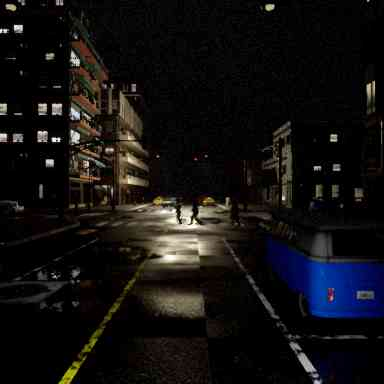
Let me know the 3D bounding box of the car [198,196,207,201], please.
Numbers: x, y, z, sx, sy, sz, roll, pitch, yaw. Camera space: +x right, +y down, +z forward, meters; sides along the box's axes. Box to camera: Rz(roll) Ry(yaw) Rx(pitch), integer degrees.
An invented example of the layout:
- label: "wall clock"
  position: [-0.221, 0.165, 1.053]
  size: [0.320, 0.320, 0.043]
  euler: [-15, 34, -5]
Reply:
- label: "car"
  position: [2.675, 1.641, 84.973]
  size: [2.008, 1.369, 4.403]
  euler: [0, 0, 0]

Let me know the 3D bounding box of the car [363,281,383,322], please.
- label: "car"
  position: [2.660, 1.582, 1.262]
  size: [1.802, 1.307, 4.206]
  euler: [0, 0, 0]

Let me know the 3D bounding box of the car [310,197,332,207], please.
- label: "car"
  position: [14.903, 1.549, 33.634]
  size: [5.008, 1.535, 1.882]
  euler: [0, 0, 0]

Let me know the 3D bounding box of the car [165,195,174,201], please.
- label: "car"
  position: [-5.706, 1.616, 84.801]
  size: [1.752, 1.417, 4.829]
  euler: [0, 0, 0]

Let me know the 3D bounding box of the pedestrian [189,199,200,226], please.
- label: "pedestrian"
  position: [0.145, 1.300, 21.687]
  size: [0.375, 1.860, 0.375]
  euler: [0, 0, 0]

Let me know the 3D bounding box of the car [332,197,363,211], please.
- label: "car"
  position: [14.917, 1.358, 27.846]
  size: [5.009, 1.841, 2.192]
  euler: [0, 0, 0]

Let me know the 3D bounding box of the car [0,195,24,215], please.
- label: "car"
  position: [-18.386, 1.184, 30.345]
  size: [5.566, 2.045, 2.150]
  euler: [0, 0, 0]

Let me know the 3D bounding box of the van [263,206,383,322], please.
- label: "van"
  position: [2.659, 1.342, 6.951]
  size: [1.690, 1.788, 3.998]
  euler: [0, 0, 0]

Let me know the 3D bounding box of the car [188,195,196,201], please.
- label: "car"
  position: [-0.018, 1.465, 88.547]
  size: [1.882, 1.535, 5.008]
  euler: [0, 0, 0]

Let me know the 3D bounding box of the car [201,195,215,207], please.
- label: "car"
  position: [2.682, 1.561, 51.908]
  size: [1.752, 1.417, 4.829]
  euler: [0, 0, 0]

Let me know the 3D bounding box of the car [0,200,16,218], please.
- label: "car"
  position: [-17.472, 1.534, 27.759]
  size: [4.206, 1.307, 1.802]
  euler: [0, 0, 0]

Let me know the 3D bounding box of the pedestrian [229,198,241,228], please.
- label: "pedestrian"
  position: [2.738, 1.300, 21.044]
  size: [0.375, 1.860, 0.375]
  euler: [0, 0, 0]

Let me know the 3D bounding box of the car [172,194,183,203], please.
- label: "car"
  position: [-3.015, 1.417, 70.189]
  size: [2.097, 1.767, 4.553]
  euler: [0, 0, 0]

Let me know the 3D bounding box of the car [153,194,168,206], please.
- label: "car"
  position: [-5.700, 1.568, 57.105]
  size: [1.752, 1.417, 4.829]
  euler: [0, 0, 0]

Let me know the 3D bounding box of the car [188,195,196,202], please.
- label: "car"
  position: [-0.016, 1.616, 78.127]
  size: [2.033, 1.411, 5.357]
  euler: [0, 0, 0]

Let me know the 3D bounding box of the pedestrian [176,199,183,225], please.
- label: "pedestrian"
  position: [-0.864, 1.298, 22.244]
  size: [0.375, 1.860, 0.375]
  euler: [0, 0, 0]

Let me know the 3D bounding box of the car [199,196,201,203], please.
- label: "car"
  position: [2.679, 1.632, 62.817]
  size: [1.802, 1.307, 4.206]
  euler: [0, 0, 0]

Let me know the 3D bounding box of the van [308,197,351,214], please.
- label: "van"
  position: [14.892, 1.425, 36.225]
  size: [3.998, 1.788, 1.690]
  euler: [0, 0, 0]

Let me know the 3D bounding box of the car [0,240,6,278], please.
- label: "car"
  position: [-5.689, 1.567, 6.975]
  size: [1.947, 1.339, 4.313]
  euler: [0, 0, 0]

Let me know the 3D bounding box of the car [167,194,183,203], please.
- label: "car"
  position: [-3.097, 1.591, 57.520]
  size: [2.033, 1.411, 5.357]
  euler: [0, 0, 0]

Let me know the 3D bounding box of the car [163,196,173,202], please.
- label: "car"
  position: [-5.705, 1.630, 79.432]
  size: [2.008, 1.369, 4.403]
  euler: [0, 0, 0]

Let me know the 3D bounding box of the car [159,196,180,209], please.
- label: "car"
  position: [-3.099, 1.630, 46.780]
  size: [1.895, 1.301, 4.718]
  euler: [0, 0, 0]
